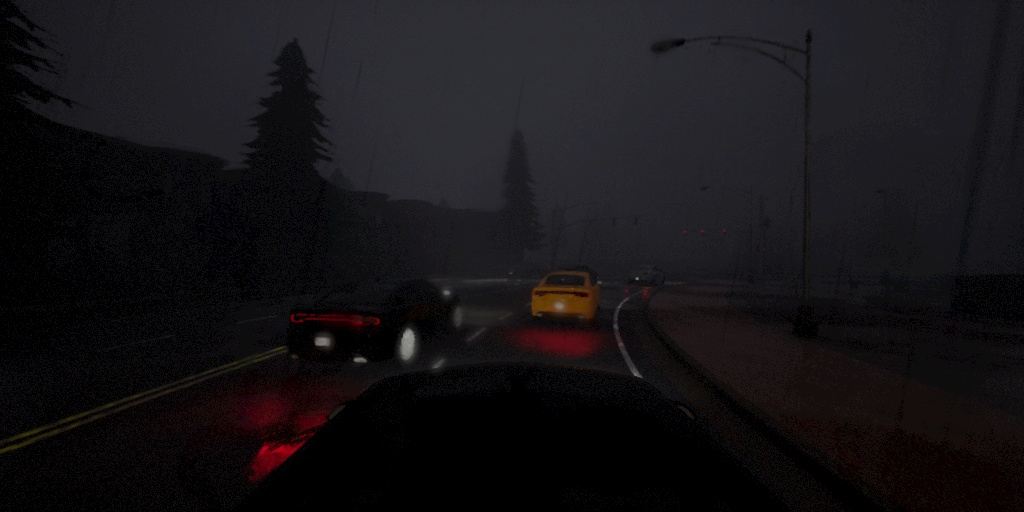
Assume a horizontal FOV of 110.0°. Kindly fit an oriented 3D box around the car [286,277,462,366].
[{"bbox_3d":[-2.589,1.200,8.071,1.882,1.535,5.008,0,0,9],"label":"car"}]

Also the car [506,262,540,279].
[{"bbox_3d":[1.416,1.268,33.230,2.128,1.511,4.902,1,0,38],"label":"car"}]

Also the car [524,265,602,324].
[{"bbox_3d":[1.999,1.254,12.310,1.882,1.535,5.008,0,0,16],"label":"car"}]

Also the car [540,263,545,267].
[{"bbox_3d":[5.043,1.365,32.211,2.033,1.411,5.357,1,0,38],"label":"car"}]

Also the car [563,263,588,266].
[{"bbox_3d":[4.675,1.316,25.535,1.837,1.490,4.892,0,0,34],"label":"car"}]

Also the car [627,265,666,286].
[{"bbox_3d":[10.265,1.402,27.298,1.812,1.442,4.674,1,0,37],"label":"car"}]
